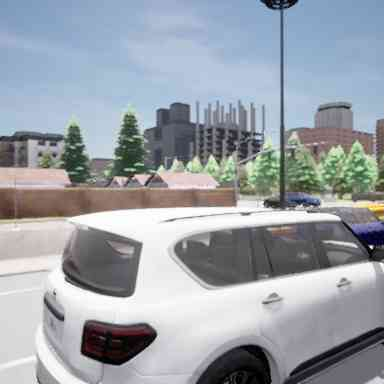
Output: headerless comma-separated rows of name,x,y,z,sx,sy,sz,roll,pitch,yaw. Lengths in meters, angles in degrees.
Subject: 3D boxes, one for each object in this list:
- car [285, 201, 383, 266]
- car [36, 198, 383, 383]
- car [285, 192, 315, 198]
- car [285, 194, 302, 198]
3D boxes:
car,5.741,1.299,12.116,4.553,1.767,2.097,-1,0,-35
car,0.984,1.206,4.441,5.566,2.045,2.150,0,0,-35
car,14.397,1.047,44.615,2.150,2.045,5.566,0,0,-38
car,10.989,1.323,41.757,1.882,1.535,5.008,0,0,-23
